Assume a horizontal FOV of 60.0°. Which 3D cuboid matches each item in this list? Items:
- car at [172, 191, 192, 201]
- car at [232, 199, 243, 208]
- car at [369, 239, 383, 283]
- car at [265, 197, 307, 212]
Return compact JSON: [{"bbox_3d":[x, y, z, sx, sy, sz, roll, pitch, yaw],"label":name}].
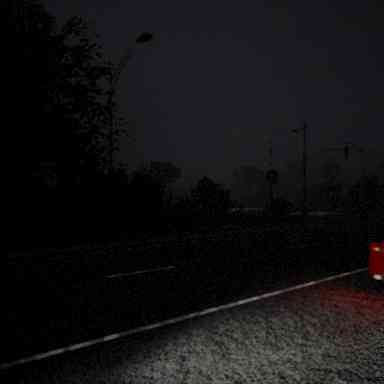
[{"bbox_3d":[-2.345,0.904,63.942,2.150,2.045,5.566,0,1,-33],"label":"car"},{"bbox_3d":[5.085,1.394,45.335,1.837,1.490,4.892,0,0,-32],"label":"car"},{"bbox_3d":[6.389,1.444,8.295,5.008,1.535,1.882,0,0,-35],"label":"car"},{"bbox_3d":[10.346,1.376,36.976,1.882,1.535,5.008,0,0,-33],"label":"car"}]
